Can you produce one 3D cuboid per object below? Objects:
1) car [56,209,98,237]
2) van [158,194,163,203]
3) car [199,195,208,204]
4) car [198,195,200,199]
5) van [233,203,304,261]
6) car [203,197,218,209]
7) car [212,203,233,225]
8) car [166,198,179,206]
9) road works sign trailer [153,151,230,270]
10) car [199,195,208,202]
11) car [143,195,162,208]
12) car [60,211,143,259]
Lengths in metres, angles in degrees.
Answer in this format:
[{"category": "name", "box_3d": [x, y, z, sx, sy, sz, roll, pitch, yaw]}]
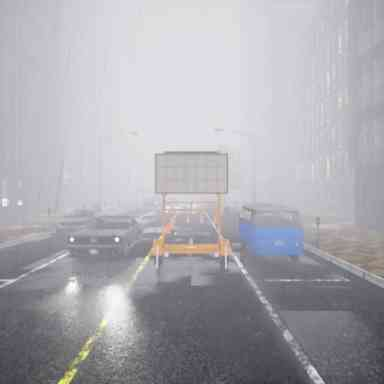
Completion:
[{"category": "car", "box_3d": [-5.713, 1.577, 17.700, 1.802, 1.307, 4.206, 0, 0, 0]}, {"category": "van", "box_3d": [-5.761, 1.312, 57.548, 1.690, 1.788, 3.998, 0, 0, 0]}, {"category": "car", "box_3d": [2.627, 1.530, 51.862, 2.008, 1.369, 4.403, 0, 0, 0]}, {"category": "car", "box_3d": [2.620, 1.522, 57.554, 2.008, 1.369, 4.403, 0, 0, 0]}, {"category": "van", "box_3d": [2.675, 1.338, 12.015, 1.690, 1.788, 3.998, 0, 0, 0]}, {"category": "car", "box_3d": [2.640, 1.570, 40.477, 1.802, 1.307, 4.206, 0, 0, 0]}, {"category": "car", "box_3d": [2.661, 1.575, 23.399, 1.802, 1.307, 4.206, 0, 0, 0]}, {"category": "car", "box_3d": [-3.159, 1.577, 53.990, 1.895, 1.301, 4.718, 0, 0, 0]}, {"category": "road works sign trailer", "box_3d": [-0.014, 0.461, 11.030, 2.380, 3.560, 2.880, 0, 0, 0]}, {"category": "car", "box_3d": [2.599, 1.380, 74.631, 1.967, 1.590, 4.097, 0, 0, 0]}, {"category": "car", "box_3d": [-5.747, 1.535, 46.163, 2.008, 1.369, 4.403, 0, 0, 0]}, {"category": "car", "box_3d": [-3.116, 1.597, 12.766, 1.895, 1.301, 4.718, 0, 0, 0]}]
